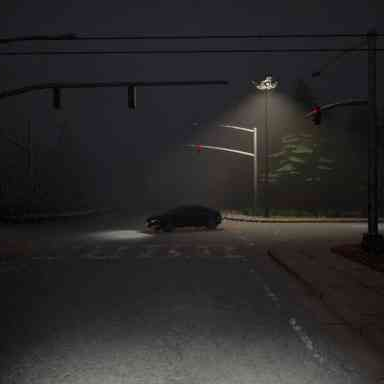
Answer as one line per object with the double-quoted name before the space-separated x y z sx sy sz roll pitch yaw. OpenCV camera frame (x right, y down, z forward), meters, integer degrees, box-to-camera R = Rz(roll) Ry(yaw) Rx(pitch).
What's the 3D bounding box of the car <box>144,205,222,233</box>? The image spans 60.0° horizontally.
"car" -0.485 1.575 20.171 4.892 1.490 1.837 0 -3 -31
